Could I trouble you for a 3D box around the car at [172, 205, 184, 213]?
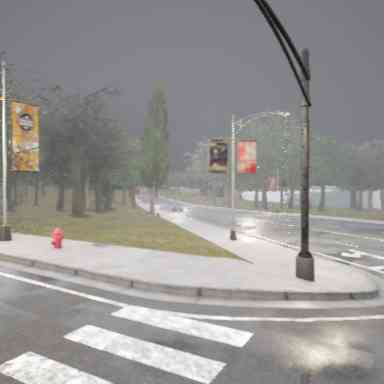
[{"bbox_3d":[-2.917,3.390,67.457,1.812,1.442,4.674,0,-1,-11],"label":"car"}]
